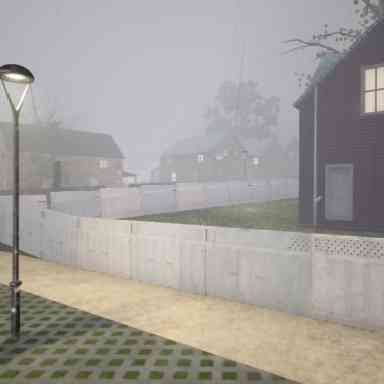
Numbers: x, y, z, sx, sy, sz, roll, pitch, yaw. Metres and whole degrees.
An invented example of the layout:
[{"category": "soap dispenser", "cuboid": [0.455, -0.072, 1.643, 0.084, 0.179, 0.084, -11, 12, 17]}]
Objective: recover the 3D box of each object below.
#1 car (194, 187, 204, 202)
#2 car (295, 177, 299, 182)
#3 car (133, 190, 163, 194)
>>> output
[{"category": "car", "cuboid": [0.601, 0.047, 27.662, 5.008, 1.535, 1.882, -4, 3, -40]}, {"category": "car", "cuboid": [13.915, -1.213, 42.610, 4.553, 1.767, 2.097, -4, 3, -39]}, {"category": "car", "cuboid": [-3.306, 0.296, 28.244, 4.718, 1.301, 1.895, -4, 3, -40]}]
